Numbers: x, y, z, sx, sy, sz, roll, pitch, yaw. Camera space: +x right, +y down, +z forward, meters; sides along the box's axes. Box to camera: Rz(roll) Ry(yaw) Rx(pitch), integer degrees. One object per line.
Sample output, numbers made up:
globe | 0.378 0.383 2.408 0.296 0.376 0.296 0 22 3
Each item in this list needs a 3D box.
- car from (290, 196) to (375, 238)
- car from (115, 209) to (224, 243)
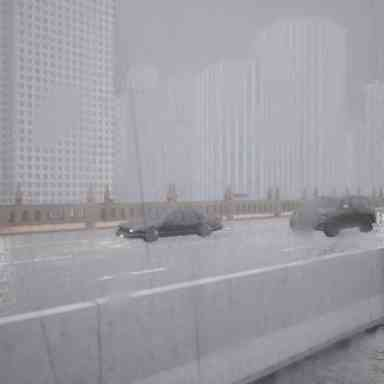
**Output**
car | 7.777 1.221 18.137 5.566 2.045 2.150 0 0 -36
car | -0.930 1.547 16.226 5.357 1.411 2.033 0 0 -35
